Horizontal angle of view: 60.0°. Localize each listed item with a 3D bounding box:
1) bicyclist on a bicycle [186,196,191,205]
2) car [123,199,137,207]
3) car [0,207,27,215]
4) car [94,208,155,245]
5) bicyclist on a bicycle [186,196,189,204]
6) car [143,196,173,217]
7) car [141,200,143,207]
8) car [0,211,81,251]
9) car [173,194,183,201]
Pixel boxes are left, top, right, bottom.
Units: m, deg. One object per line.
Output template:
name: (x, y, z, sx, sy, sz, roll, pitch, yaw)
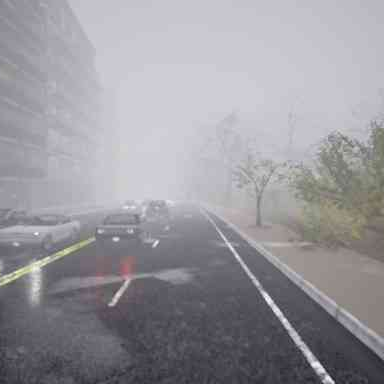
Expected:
bicyclist on a bicycle: (-0.453, 1.680, 65.730, 0.659, 1.776, 1.843, 0, 0, -4)
car: (-10.722, 1.843, 57.767, 1.994, 1.385, 4.181, 0, 0, -2)
car: (-9.858, 1.574, 17.200, 2.128, 1.511, 4.902, 0, 0, 0)
car: (-3.152, 1.678, 16.040, 1.895, 1.301, 4.718, 0, 0, 0)
bicyclist on a bicycle: (-1.076, 1.801, 74.789, 0.582, 1.620, 1.656, 0, -1, -4)
car: (-3.257, 1.511, 32.876, 2.097, 1.767, 4.553, 0, 0, -1)
car: (-7.404, 1.833, 56.158, 1.994, 1.385, 4.181, 0, 0, -2)
car: (-6.603, 1.671, 14.718, 1.895, 1.301, 4.718, 0, 0, 0)
car: (-3.623, 1.861, 93.667, 1.994, 1.385, 4.181, 0, 0, -6)
